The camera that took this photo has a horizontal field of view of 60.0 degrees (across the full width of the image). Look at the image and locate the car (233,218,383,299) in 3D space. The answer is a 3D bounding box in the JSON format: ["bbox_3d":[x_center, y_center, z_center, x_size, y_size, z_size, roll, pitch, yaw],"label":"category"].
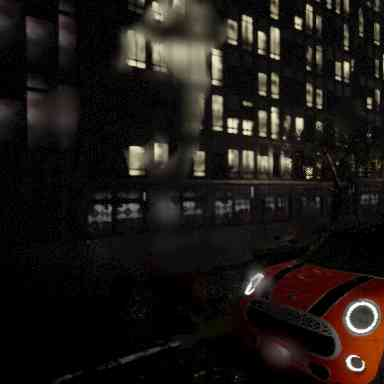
[{"bbox_3d":[3.439,1.552,9.040,4.403,1.369,2.008,0,-1,-36],"label":"car"}]

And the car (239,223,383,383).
[{"bbox_3d":[2.902,1.352,5.336,4.553,1.767,2.097,0,0,-36],"label":"car"}]
